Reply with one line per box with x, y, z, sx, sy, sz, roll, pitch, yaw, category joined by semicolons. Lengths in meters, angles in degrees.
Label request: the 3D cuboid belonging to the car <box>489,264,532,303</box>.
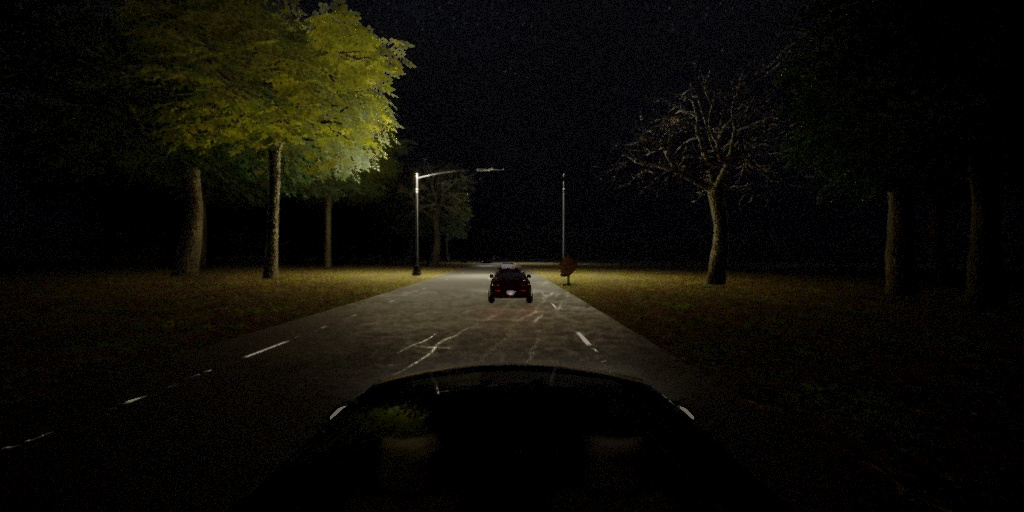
-0.079;1.285;16.537;1.812;1.442;4.674;0;0;-1;car

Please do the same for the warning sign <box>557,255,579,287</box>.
3.408;0.867;21.599;1.300;1.860;1.060;0;0;-1;warning sign

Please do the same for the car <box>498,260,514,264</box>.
-0.318;1.323;31.558;1.994;1.385;4.181;0;0;-1;car
